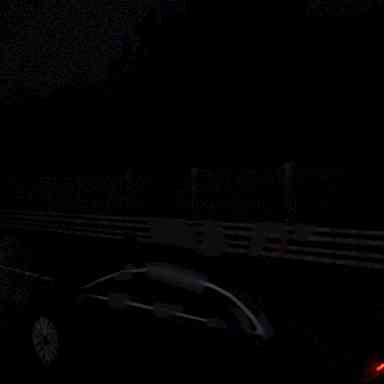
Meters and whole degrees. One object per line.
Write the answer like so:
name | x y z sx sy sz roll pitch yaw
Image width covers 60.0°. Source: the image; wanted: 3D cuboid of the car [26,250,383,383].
car | -0.151 1.504 4.127 4.902 1.511 2.128 0 0 36
